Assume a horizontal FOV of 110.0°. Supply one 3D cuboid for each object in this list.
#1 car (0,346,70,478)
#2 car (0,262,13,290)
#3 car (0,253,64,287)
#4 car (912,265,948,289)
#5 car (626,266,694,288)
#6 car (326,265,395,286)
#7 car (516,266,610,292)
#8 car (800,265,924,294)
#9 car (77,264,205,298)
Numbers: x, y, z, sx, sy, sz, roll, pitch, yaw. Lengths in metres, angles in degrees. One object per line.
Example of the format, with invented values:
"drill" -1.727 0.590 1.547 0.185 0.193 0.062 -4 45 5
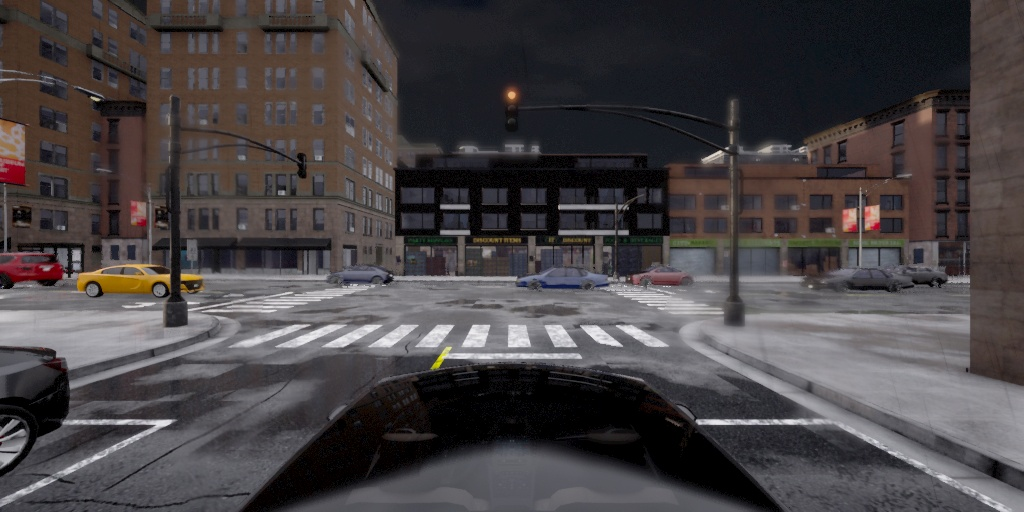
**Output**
"car" -5.387 1.316 1.866 1.948 1.339 4.313 0 0 0
"car" -27.848 1.150 17.310 4.674 1.442 1.812 0 0 0
"car" -29.613 0.839 20.749 5.566 2.045 2.150 0 0 0
"car" 26.321 1.384 24.265 4.902 1.511 2.128 0 0 0
"car" 9.895 1.370 24.189 4.181 1.385 1.994 0 0 0
"car" -10.125 1.272 24.095 4.181 1.385 1.994 0 0 0
"car" 2.896 1.319 20.905 5.357 1.411 2.033 0 0 0
"car" 20.137 1.407 20.989 5.357 1.411 2.033 0 0 0
"car" -17.782 1.149 17.356 5.008 1.535 1.882 0 0 0
